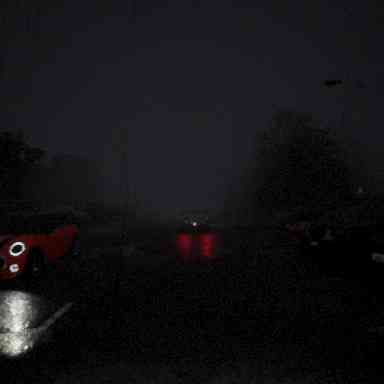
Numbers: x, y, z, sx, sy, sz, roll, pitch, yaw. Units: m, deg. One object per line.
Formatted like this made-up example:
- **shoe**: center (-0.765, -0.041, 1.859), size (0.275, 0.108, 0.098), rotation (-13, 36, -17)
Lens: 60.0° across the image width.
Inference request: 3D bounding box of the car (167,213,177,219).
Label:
- **car**: center (-4.199, 5.649, 77.738), size (1.837, 1.490, 4.892), rotation (0, -5, 1)

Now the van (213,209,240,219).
- **van**: center (6.859, 4.219, 63.043), size (4.442, 1.987, 1.878), rotation (2, -5, -19)

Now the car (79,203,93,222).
- **car**: center (-11.472, 1.954, 28.325), size (5.366, 1.575, 1.946), rotation (0, -2, -20)

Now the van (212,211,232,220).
- **van**: center (7.360, 5.662, 80.732), size (4.442, 1.987, 1.878), rotation (2, -5, -19)

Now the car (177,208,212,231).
- **car**: center (0.243, 1.787, 22.390), size (1.812, 1.442, 4.674), rotation (0, -2, 2)

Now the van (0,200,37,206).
- **van**: center (-11.473, 1.442, 19.581), size (4.442, 1.987, 1.878), rotation (0, -1, -20)

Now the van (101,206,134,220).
- **van**: center (-10.965, 3.084, 48.917), size (4.442, 1.987, 1.878), rotation (1, -5, -19)

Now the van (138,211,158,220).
- **van**: center (-10.674, 5.676, 80.988), size (4.442, 1.987, 1.878), rotation (1, -5, -19)

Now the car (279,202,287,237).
- **car**: center (6.460, 1.471, 14.313), size (4.553, 1.767, 2.185), rotation (1, -1, -20)

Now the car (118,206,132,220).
- **car**: center (-11.127, 2.593, 43.032), size (5.566, 2.045, 2.435), rotation (1, -5, -19)

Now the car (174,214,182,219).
- **car**: center (-3.946, 7.010, 93.513), size (1.994, 1.385, 4.181), rotation (0, -5, 1)

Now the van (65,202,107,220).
- **van**: center (-11.358, 2.025, 34.207), size (4.442, 1.987, 1.878), rotation (0, -3, -19)

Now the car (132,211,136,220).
- **car**: center (-10.937, 3.074, 45.992), size (5.366, 1.575, 1.946), rotation (1, -5, -19)

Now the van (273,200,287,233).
- **van**: center (6.331, 1.410, 17.257), size (4.442, 1.987, 1.878), rotation (1, -1, -20)

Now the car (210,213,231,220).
- **car**: center (7.334, 6.371, 86.540), size (4.892, 1.521, 2.231), rotation (2, -5, -19)

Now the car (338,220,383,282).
- **car**: center (6.436, 1.568, 8.328), size (4.792, 1.488, 2.163), rotation (1, -1, -20)

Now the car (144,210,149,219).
- **car**: center (-11.066, 4.234, 60.486), size (5.366, 1.575, 1.946), rotation (1, -5, -19)

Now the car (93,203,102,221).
- **car**: center (-11.281, 2.096, 31.314), size (4.892, 1.521, 2.231), rotation (0, -3, -20)

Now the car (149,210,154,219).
- **car**: center (-10.789, 4.710, 66.395), size (4.892, 1.521, 2.231), rotation (1, -5, -19)

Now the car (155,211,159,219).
- **car**: center (-10.733, 4.931, 72.250), size (5.566, 2.045, 2.435), rotation (1, -5, -19)

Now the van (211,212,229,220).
- **van**: center (7.498, 6.397, 89.536), size (4.442, 1.987, 1.878), rotation (2, -5, -19)

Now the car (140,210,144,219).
- **car**: center (-11.161, 3.768, 54.644), size (5.366, 1.575, 1.946), rotation (1, -5, -19)

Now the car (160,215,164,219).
- **car**: center (-10.510, 6.145, 83.934), size (5.008, 1.535, 2.097), rotation (1, -5, -19)

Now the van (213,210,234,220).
- **van**: center (7.049, 5.169, 74.780), size (4.442, 1.987, 1.878), rotation (2, -5, -19)

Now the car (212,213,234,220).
- **car**: center (7.196, 5.679, 77.739), size (4.674, 1.452, 2.002), rotation (2, -5, -19)

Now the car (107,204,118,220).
- **car**: center (-11.208, 2.428, 37.150), size (4.892, 1.521, 2.231), rotation (0, -3, -19)

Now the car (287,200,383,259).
- **car**: center (6.399, 1.313, 11.294), size (5.566, 2.045, 2.435), rotation (1, 0, -20)

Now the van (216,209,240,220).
- **van**: center (7.124, 4.465, 66.063), size (4.442, 1.987, 1.878), rotation (2, -5, -19)

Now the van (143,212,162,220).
- **van**: center (-10.364, 6.166, 86.919), size (4.442, 1.987, 1.878), rotation (1, -5, -19)

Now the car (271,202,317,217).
- **car**: center (12.072, 2.106, 39.489), size (5.008, 1.535, 1.882), rotation (-1, -4, -17)

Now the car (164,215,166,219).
- **car**: center (-10.408, 6.756, 92.708), size (4.553, 1.767, 2.185), rotation (1, -5, -19)

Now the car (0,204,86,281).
- **car**: center (-5.069, 1.408, 10.045), size (2.097, 1.767, 4.553), rotation (0, -1, 0)

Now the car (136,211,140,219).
- **car**: center (-11.056, 3.569, 51.766), size (4.792, 1.488, 2.163), rotation (1, -5, -19)
